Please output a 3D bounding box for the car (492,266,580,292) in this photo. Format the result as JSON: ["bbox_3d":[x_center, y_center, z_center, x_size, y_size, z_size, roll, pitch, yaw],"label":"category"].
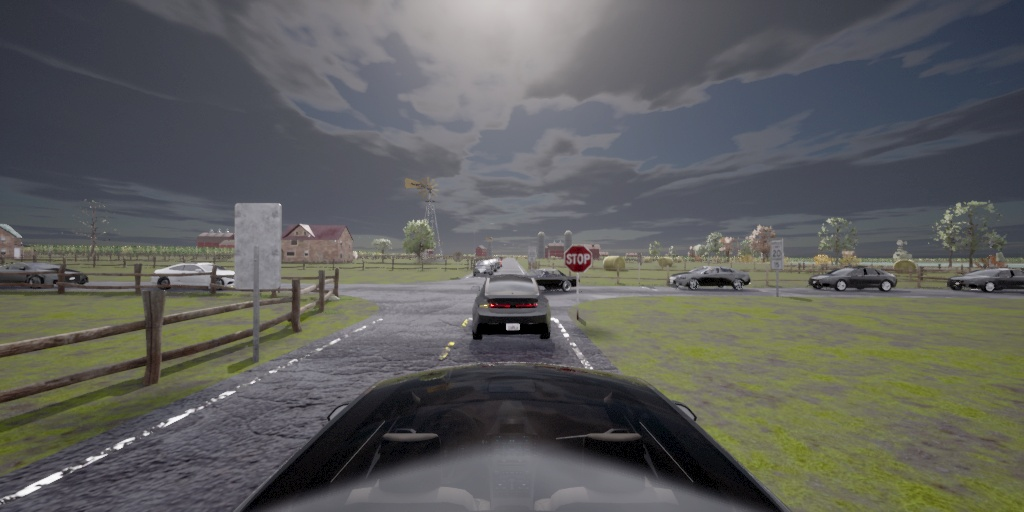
[{"bbox_3d":[1.493,1.367,20.065,4.718,1.301,1.895,1,0,-35],"label":"car"}]

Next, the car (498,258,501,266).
[{"bbox_3d":[-2.869,1.237,46.150,2.128,1.511,4.902,0,0,0],"label":"car"}]

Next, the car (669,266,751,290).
[{"bbox_3d":[12.790,1.394,23.298,4.902,1.511,2.128,1,-1,-2],"label":"car"}]

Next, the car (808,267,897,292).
[{"bbox_3d":[22.192,1.497,23.473,4.892,1.490,1.837,1,-1,-1],"label":"car"}]

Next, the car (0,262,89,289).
[{"bbox_3d":[-26.370,1.046,19.843,4.181,1.385,1.994,1,-1,-1],"label":"car"}]

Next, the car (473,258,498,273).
[{"bbox_3d":[-2.873,1.239,36.704,2.128,1.511,4.902,0,0,0],"label":"car"}]

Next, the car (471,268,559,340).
[{"bbox_3d":[-0.077,1.255,10.018,1.837,1.490,4.892,0,0,-2],"label":"car"}]

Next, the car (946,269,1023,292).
[{"bbox_3d":[31.694,1.584,23.597,4.892,1.490,1.837,1,-1,-1],"label":"car"}]

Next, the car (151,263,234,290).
[{"bbox_3d":[-17.250,1.102,19.968,4.674,1.442,1.812,1,-1,-1],"label":"car"}]
